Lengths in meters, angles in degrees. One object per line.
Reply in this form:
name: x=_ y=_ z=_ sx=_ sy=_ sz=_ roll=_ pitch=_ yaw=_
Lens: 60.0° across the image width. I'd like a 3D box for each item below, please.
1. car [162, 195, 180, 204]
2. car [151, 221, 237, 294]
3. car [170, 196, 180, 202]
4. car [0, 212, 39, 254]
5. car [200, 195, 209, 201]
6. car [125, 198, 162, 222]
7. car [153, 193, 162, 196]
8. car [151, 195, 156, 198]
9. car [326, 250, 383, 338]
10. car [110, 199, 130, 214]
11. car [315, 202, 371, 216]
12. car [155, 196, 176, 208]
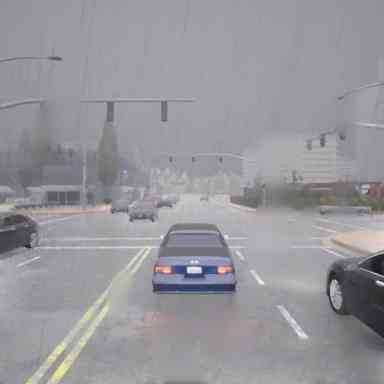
car: x=-3.780 y=1.492 z=60.165 sx=2.128 sy=1.511 sz=4.902 roll=0 pitch=0 yaw=0
car: x=0.052 y=1.547 z=8.906 sx=2.033 sy=1.411 sz=5.357 roll=0 pitch=0 yaw=0
car: x=-3.760 y=1.548 z=75.201 sx=1.994 sy=1.385 sz=4.181 roll=0 pitch=0 yaw=0
car: x=-7.141 y=1.505 z=11.711 sx=1.837 sy=1.490 sz=4.892 roll=0 pitch=0 yaw=0
car: x=3.207 y=1.553 z=84.585 sx=1.994 sy=1.385 sz=4.181 roll=0 pitch=0 yaw=0
car: x=-3.691 y=1.505 z=26.074 sx=1.837 sy=1.490 sz=4.892 roll=0 pitch=0 yaw=0
car: x=-7.238 y=1.221 z=68.821 sx=2.150 sy=2.045 sz=5.566 roll=0 pitch=0 yaw=0
car: x=-7.273 y=1.601 z=53.243 sx=1.895 sy=1.301 sz=4.718 roll=0 pitch=0 yaw=0
car: x=3.546 y=1.505 z=4.662 sx=1.837 sy=1.490 sz=4.892 roll=0 pitch=0 yaw=0
car: x=-7.221 y=1.506 z=34.817 sx=1.837 sy=1.490 sz=4.892 roll=0 pitch=0 yaw=0
car: x=14.337 y=1.601 z=31.831 sx=4.718 sy=1.301 sz=1.895 roll=0 pitch=0 yaw=1
car: x=-3.763 y=1.601 z=47.583 sx=1.895 sy=1.301 sz=4.718 roll=0 pitch=0 yaw=0
